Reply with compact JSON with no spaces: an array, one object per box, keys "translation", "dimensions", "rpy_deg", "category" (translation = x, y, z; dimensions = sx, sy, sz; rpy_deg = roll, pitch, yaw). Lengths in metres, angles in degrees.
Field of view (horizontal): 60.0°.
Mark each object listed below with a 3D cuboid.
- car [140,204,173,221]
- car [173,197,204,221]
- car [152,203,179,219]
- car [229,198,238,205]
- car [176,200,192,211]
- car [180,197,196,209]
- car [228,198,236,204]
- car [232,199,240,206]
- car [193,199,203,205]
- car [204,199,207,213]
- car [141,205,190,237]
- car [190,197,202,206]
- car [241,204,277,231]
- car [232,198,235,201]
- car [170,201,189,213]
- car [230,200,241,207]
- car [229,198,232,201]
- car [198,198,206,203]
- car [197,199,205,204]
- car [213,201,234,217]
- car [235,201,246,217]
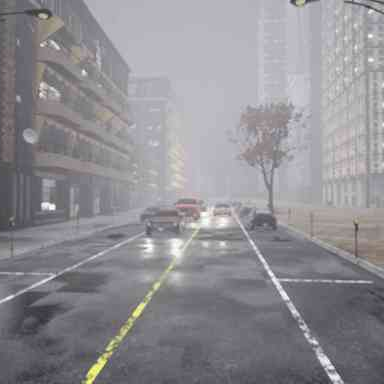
[{"translation":[-3.189,1.839,28.682],"dimensions":[1.947,1.339,4.313],"rpy_deg":[1,0,5],"category":"car"},{"translation":[-0.392,1.521,30.661],"dimensions":[2.150,2.045,5.566],"rpy_deg":[0,-1,6],"category":"car"},{"translation":[-2.680,1.881,34.228],"dimensions":[2.008,1.369,4.403],"rpy_deg":[1,0,5],"category":"car"},{"translation":[9.742,2.241,77.829],"dimensions":[1.967,1.590,4.097],"rpy_deg":[1,-1,5],"category":"car"},{"translation":[-1.167,2.026,50.697],"dimensions":[1.752,1.417,4.829],"rpy_deg":[1,-1,5],"category":"car"},{"translation":[-0.638,1.875,56.415],"dimensions":[2.192,1.841,5.009],"rpy_deg":[1,-1,5],"category":"car"},{"translation":[10.761,2.359,88.922],"dimensions":[1.967,1.590,4.097],"rpy_deg":[1,-1,5],"category":"car"},{"translation":[6.700,1.980,44.723],"dimensions":[1.752,1.417,4.829],"rpy_deg":[1,-1,5],"category":"car"},{"translation":[1.395,2.338,78.596],"dimensions":[1.887,1.381,4.507],"rpy_deg":[1,-1,5],"category":"car"},{"translation":[0.837,1.791,44.338],"dimensions":[2.097,1.767,4.553],"rpy_deg":[0,-1,5],"category":"car"},{"translation":[-1.420,1.712,19.683],"dimensions":[1.812,1.442,4.674],"rpy_deg":[0,-1,5],"category":"car"},{"translation":[0.890,2.050,73.052],"dimensions":[2.192,1.841,5.009],"rpy_deg":[1,-1,5],"category":"car"},{"translation":[4.646,1.776,22.368],"dimensions":[2.008,1.369,4.403],"rpy_deg":[1,0,5],"category":"car"},{"translation":[8.212,2.177,61.191],"dimensions":[2.008,1.369,4.403],"rpy_deg":[1,-1,5],"category":"car"},{"translation":[-1.661,2.011,45.320],"dimensions":[1.947,1.339,4.313],"rpy_deg":[1,0,5],"category":"car"},{"translation":[8.722,2.236,66.736],"dimensions":[2.008,1.369,4.403],"rpy_deg":[1,-1,5],"category":"car"},{"translation":[4.252,1.947,46.594],"dimensions":[1.882,1.535,5.008],"rpy_deg":[0,-1,5],"category":"car"},{"translation":[2.923,2.521,95.234],"dimensions":[2.008,1.369,4.403],"rpy_deg":[1,-1,5],"category":"car"},{"translation":[2.414,2.476,89.688],"dimensions":[1.947,1.339,4.313],"rpy_deg":[1,-1,5],"category":"car"},{"translation":[3.320,1.964,36.334],"dimensions":[1.895,1.301,4.718],"rpy_deg":[0,-1,5],"category":"car"},{"translation":[5.665,1.889,33.460],"dimensions":[2.008,1.369,4.403],"rpy_deg":[1,-1,5],"category":"car"}]
